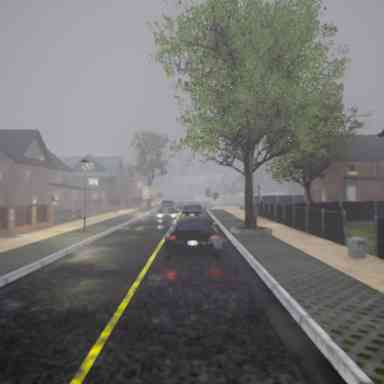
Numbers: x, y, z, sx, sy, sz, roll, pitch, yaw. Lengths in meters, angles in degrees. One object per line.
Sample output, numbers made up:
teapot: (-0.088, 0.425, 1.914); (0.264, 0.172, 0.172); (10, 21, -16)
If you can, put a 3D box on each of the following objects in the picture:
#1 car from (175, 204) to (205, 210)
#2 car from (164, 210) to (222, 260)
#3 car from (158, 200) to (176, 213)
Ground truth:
car: (0.021, 1.637, 25.379); (2.033, 1.411, 5.357); (0, 0, 0)
car: (0.044, 1.609, 12.681); (1.994, 1.385, 4.181); (0, 0, 1)
car: (-2.802, 1.654, 38.407); (1.812, 1.442, 4.674); (0, 0, 0)
